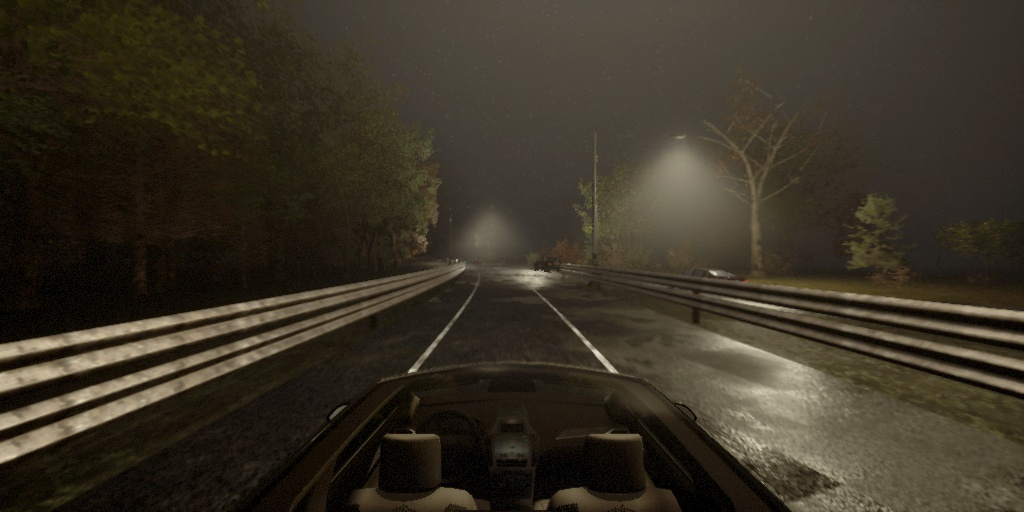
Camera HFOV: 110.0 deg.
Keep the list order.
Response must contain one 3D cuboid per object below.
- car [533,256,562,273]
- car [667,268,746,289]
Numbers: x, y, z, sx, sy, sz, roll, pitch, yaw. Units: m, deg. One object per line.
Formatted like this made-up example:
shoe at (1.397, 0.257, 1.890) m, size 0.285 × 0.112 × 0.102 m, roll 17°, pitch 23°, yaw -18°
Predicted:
car at (4.458, 1.052, 45.205) m, size 2.150 × 2.045 × 5.566 m, roll 1°, pitch 0°, yaw -18°
car at (11.722, 1.447, 22.280) m, size 2.033 × 1.411 × 5.357 m, roll 0°, pitch 0°, yaw -18°
